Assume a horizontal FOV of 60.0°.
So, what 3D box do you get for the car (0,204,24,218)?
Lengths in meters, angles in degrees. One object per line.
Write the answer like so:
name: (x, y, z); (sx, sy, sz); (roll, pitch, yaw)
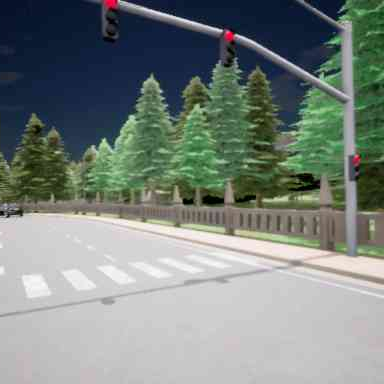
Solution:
car: (-23.859, 2.362, 43.241); (4.553, 1.767, 2.097); (-2, -1, 35)
